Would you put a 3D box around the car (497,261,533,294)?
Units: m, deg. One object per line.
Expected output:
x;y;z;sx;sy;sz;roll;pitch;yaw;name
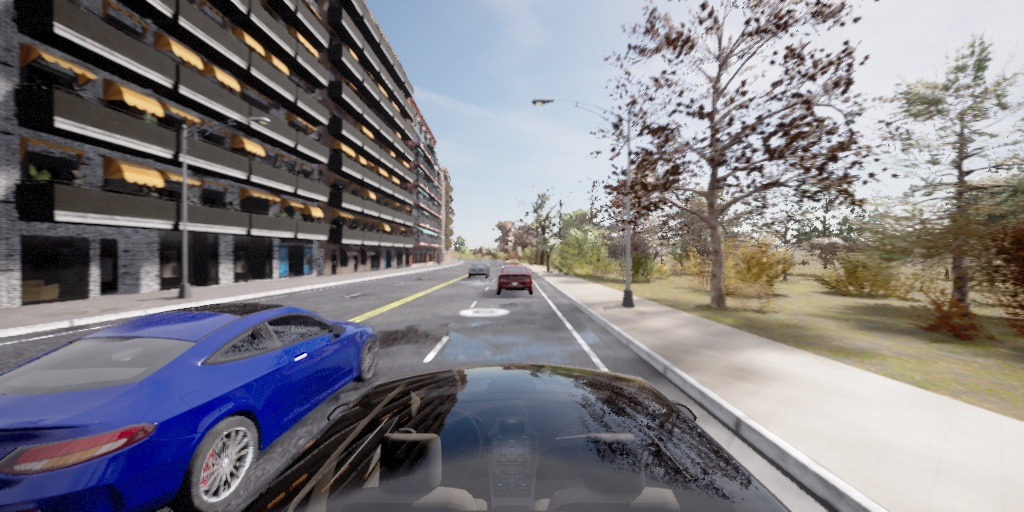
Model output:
0.162;1.262;20.586;1.882;1.535;5.008;0;0;0;car

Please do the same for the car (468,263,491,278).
-3.033;1.348;34.040;2.033;1.411;5.357;0;0;0;car

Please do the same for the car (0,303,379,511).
-3.150;1.269;4.143;1.812;1.442;4.674;0;0;0;car
